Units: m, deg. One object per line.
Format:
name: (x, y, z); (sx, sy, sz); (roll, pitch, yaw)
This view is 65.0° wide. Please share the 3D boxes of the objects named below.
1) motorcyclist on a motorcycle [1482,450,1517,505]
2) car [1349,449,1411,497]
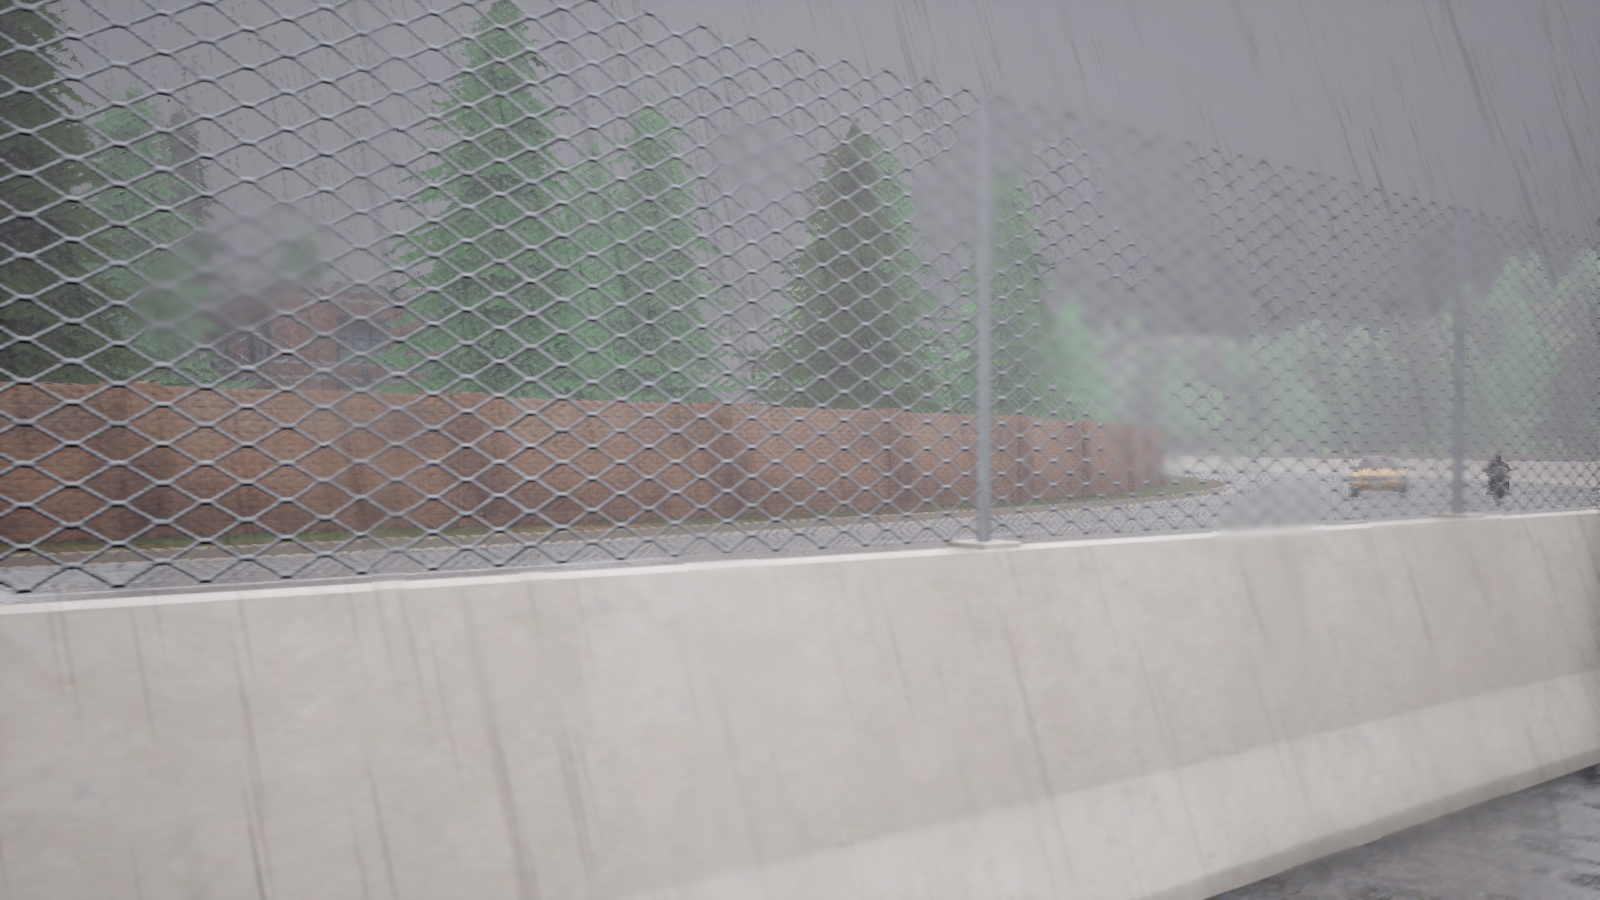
motorcyclist on a motorcycle: (20.158, 0.780, 36.168); (0.797, 1.523, 2.044); (-2, -1, 31)
car: (20.263, 0.758, 43.794); (1.801, 1.575, 5.366); (0, 0, 26)
